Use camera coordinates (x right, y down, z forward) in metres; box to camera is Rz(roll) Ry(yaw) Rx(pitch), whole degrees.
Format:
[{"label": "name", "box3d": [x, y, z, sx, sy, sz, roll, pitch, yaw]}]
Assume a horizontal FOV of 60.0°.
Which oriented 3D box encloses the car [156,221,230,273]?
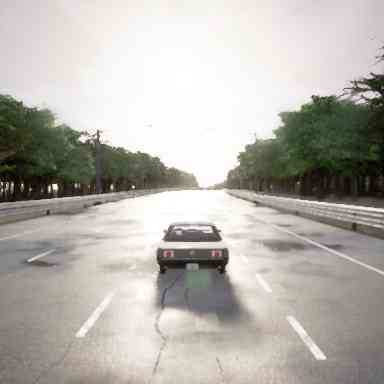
[{"label": "car", "box3d": [0.012, 1.576, 10.586, 1.895, 1.301, 4.718, 0, 0, 0]}]
